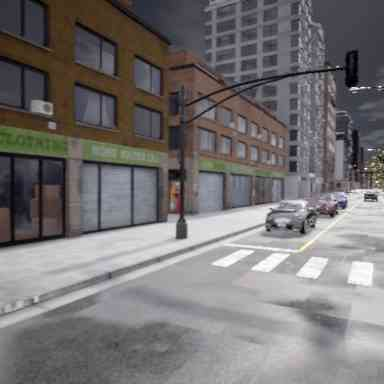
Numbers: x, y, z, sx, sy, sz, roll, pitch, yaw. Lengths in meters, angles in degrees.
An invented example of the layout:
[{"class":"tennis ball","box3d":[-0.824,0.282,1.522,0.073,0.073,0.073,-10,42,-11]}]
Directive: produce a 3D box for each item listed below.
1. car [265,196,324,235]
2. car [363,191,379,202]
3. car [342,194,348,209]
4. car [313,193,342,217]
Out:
[{"class":"car","box3d":[5.210,1.184,17.125,2.128,1.511,4.902,1,1,28]},{"class":"car","box3d":[27.233,0.659,50.618,1.837,1.490,4.892,1,1,29]},{"class":"car","box3d":[15.122,0.883,34.804,1.882,1.535,5.008,1,1,29]},{"class":"car","box3d":[10.101,0.905,25.850,2.097,1.767,4.553,1,1,29]}]
